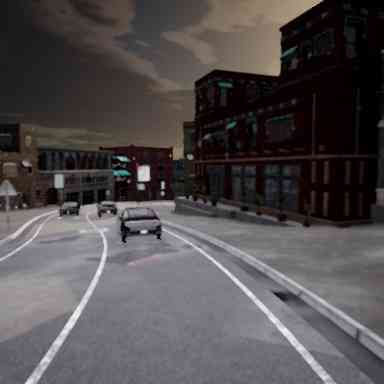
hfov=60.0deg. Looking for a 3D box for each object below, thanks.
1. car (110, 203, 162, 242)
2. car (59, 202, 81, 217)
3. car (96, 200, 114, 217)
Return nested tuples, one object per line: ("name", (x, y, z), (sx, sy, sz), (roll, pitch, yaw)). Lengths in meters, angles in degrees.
("car", (-2.754, 1.507, 16.682), (2.128, 1.511, 4.902), (-2, 0, -16))
("car", (-13.019, 1.768, 35.649), (1.882, 1.535, 5.008), (-1, 0, -15))
("car", (-8.706, 1.647, 34.149), (1.837, 1.490, 4.892), (-2, 0, -17))
